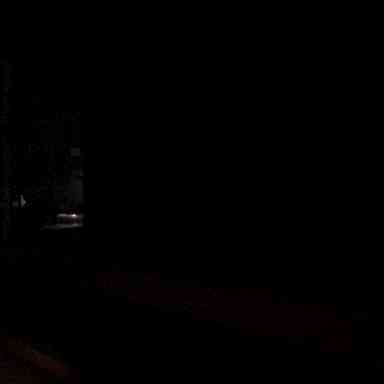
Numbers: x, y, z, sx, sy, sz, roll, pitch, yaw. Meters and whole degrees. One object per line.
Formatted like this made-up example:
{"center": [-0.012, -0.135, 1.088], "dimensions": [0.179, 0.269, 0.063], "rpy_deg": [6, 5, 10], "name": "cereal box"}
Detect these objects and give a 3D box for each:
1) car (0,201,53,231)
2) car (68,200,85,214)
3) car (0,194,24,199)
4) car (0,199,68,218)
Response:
{"center": [-10.723, 1.491, 18.427], "dimensions": [2.128, 1.511, 4.902], "rpy_deg": [0, 0, 35], "name": "car"}
{"center": [-11.613, 1.526, 36.329], "dimensions": [1.812, 1.442, 4.674], "rpy_deg": [0, 0, 31], "name": "car"}
{"center": [-16.963, 1.221, 28.169], "dimensions": [2.150, 2.045, 5.566], "rpy_deg": [0, 0, 35], "name": "car"}
{"center": [-13.128, 1.526, 27.613], "dimensions": [1.812, 1.442, 4.674], "rpy_deg": [0, 0, 34], "name": "car"}
